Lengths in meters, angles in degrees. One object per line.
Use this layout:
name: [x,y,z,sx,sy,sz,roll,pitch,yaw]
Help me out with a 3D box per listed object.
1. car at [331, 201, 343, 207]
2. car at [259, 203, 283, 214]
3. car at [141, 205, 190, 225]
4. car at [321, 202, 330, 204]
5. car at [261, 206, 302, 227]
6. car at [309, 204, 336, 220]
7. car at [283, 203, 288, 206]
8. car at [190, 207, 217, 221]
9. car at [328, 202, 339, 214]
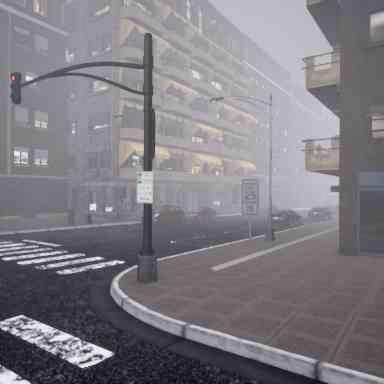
car: [36.428,3.021,83.483,1.967,1.590,4.097,-1,-1,35]
car: [10.569,2.326,46.170,1.887,1.381,4.507,-1,-1,35]
car: [-2.372,1.820,27.527,1.967,1.590,4.097,-1,-1,35]
car: [19.502,2.545,48.921,1.895,1.301,4.718,0,-1,35]
car: [7.692,2.095,27.444,1.947,1.339,4.313,-1,-2,35]
car: [14.164,2.295,36.767,1.947,1.339,4.313,-1,-2,35]
car: [13.708,2.404,50.692,1.752,1.417,4.829,-1,-1,35]
car: [0.863,2.063,32.185,1.802,1.307,4.206,-1,-1,35]
car: [20.732,2.458,46.231,1.752,1.417,4.829,-1,-2,35]
